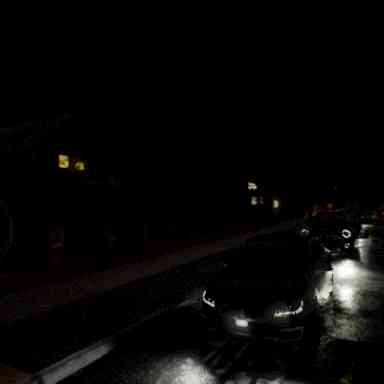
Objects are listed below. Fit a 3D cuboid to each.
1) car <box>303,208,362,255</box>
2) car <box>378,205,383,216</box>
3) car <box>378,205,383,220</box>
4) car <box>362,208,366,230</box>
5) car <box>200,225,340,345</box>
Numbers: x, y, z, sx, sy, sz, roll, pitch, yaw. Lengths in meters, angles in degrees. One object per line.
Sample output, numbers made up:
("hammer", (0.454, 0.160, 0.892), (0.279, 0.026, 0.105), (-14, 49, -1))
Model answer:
("car", (6.254, 1.684, 15.005), (2.097, 1.767, 4.553), (-2, -2, 29))
("car", (25.888, 2.410, 44.248), (2.033, 1.411, 5.357), (-2, -2, 29))
("car", (20.821, 2.217, 35.118), (2.033, 1.411, 5.357), (-2, -2, 29))
("car", (10.775, 2.016, 23.102), (1.812, 1.442, 4.674), (-2, -2, 29))
("car", (1.834, 1.684, 6.968), (1.837, 1.490, 4.892), (-2, -2, 27))
